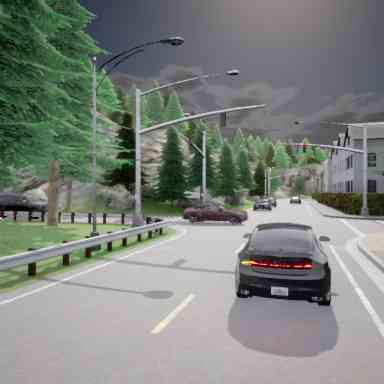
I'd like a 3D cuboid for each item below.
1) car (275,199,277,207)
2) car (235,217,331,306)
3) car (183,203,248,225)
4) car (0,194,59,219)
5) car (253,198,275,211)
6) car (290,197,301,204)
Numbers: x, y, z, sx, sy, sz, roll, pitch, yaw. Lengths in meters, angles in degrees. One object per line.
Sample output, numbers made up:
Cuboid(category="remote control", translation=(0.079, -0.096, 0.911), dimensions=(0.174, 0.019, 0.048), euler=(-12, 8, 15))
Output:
Cuboid(category="car", translation=(11.814, 1.564, 50.606), dimensions=(1.994, 1.385, 4.181), euler=(0, 0, 18))
Cuboid(category="car", translation=(2.269, 1.505, 8.188), dimensions=(1.837, 1.490, 4.892), euler=(0, 0, 17))
Cuboid(category="car", translation=(1.653, 1.531, 23.797), dimensions=(4.674, 1.442, 1.812), euler=(0, 0, 17))
Cuboid(category="car", translation=(-14.259, 1.228, 28.708), dimensions=(5.566, 2.045, 2.150), euler=(1, 0, 17))
Cuboid(category="car", translation=(8.786, 1.564, 41.075), dimensions=(1.994, 1.385, 4.181), euler=(0, 0, 18))
Cuboid(category="car", translation=(19.446, 1.564, 62.498), dimensions=(1.994, 1.385, 4.181), euler=(0, 0, 18))
